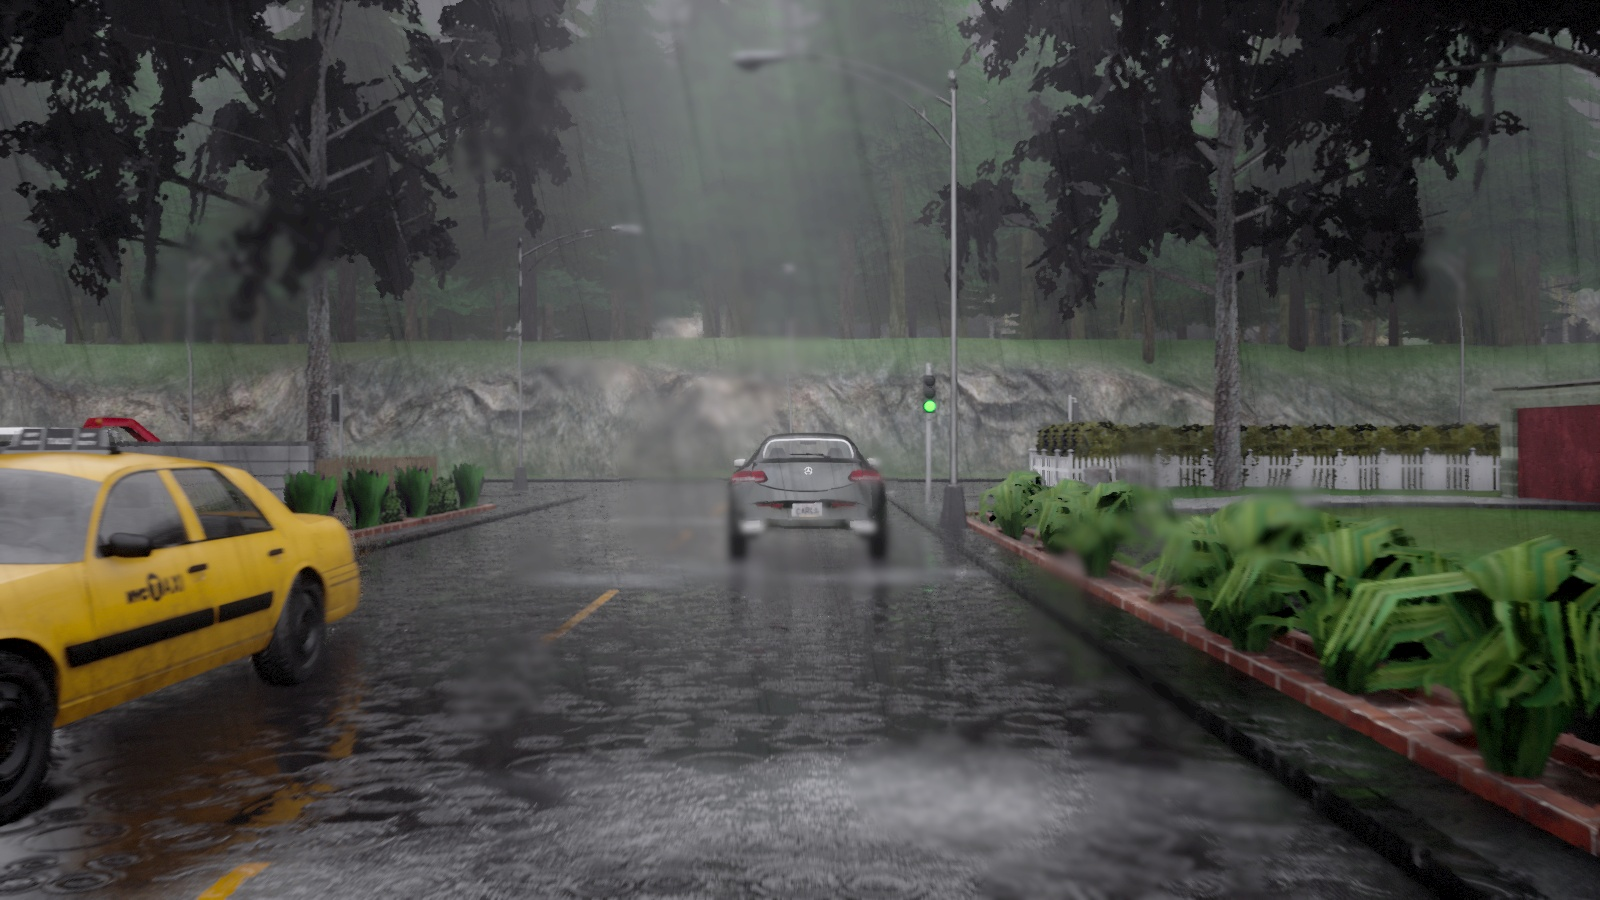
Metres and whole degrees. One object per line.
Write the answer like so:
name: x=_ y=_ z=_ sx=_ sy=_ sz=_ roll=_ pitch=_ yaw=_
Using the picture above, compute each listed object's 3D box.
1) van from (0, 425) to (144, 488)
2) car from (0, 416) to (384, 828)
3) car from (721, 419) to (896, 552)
van: x=-24.689 y=0.214 z=41.952 sx=4.480 sy=2.038 sz=2.069 roll=0 pitch=0 yaw=0
car: x=-3.948 y=0.646 z=6.464 sx=1.801 sy=1.575 sz=5.366 roll=0 pitch=0 yaw=0
car: x=0.117 y=0.424 z=18.030 sx=2.152 sy=1.651 sz=5.027 roll=0 pitch=0 yaw=0
